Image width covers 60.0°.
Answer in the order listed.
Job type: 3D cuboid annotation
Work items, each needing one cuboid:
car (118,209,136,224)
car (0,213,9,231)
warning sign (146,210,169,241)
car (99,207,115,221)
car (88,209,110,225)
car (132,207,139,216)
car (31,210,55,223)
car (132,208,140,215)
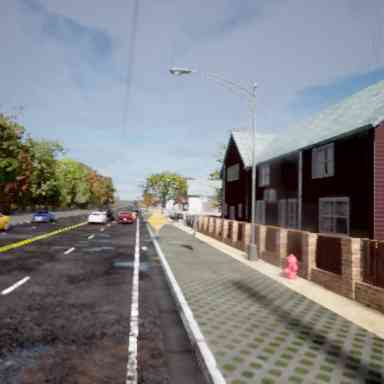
[{"bbox_3d":[-8.502,3.275,42.820,1.882,1.535,5.008,2,-3,-9],"label":"car"},{"bbox_3d":[-15.788,2.293,25.544,1.882,1.535,5.008,2,-3,-9],"label":"car"},{"bbox_3d":[-2.154,2.049,20.754,1.300,1.860,1.060,2,-3,-9],"label":"warning sign"},{"bbox_3d":[-12.945,3.239,50.016,2.150,2.045,5.566,2,-3,-9],"label":"car"},{"bbox_3d":[-11.316,3.116,39.872,1.812,1.442,4.674,2,-3,-9],"label":"car"},{"bbox_3d":[-10.057,3.571,52.812,2.097,1.767,4.553,2,-3,-12],"label":"car"},{"bbox_3d":[-18.174,3.002,40.937,1.812,1.442,4.674,2,-3,-9],"label":"car"},{"bbox_3d":[-15.115,5.115,89.474,2.097,1.767,4.553,2,-3,-9],"label":"car"}]
